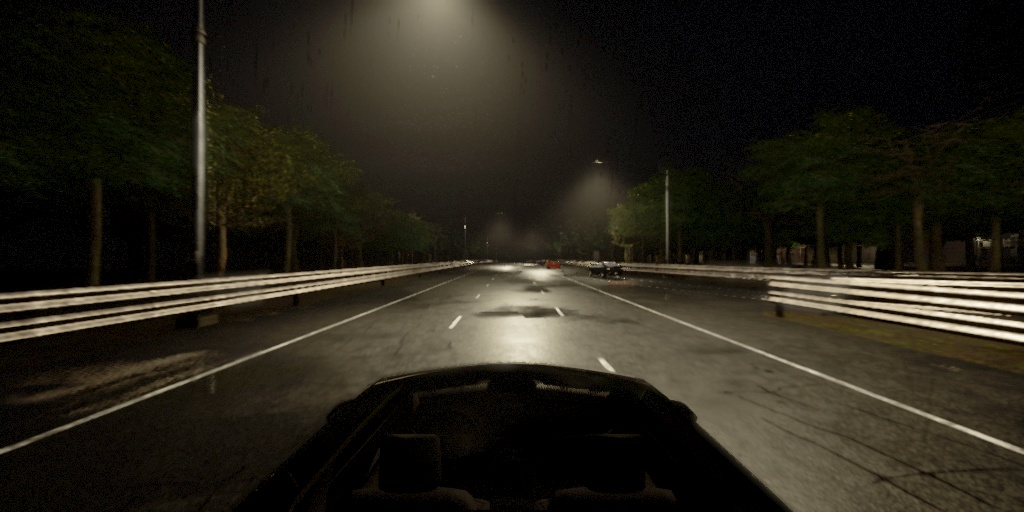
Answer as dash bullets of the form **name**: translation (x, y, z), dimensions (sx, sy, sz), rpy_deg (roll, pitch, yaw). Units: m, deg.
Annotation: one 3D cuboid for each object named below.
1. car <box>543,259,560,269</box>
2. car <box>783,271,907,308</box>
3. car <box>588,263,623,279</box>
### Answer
- **car**: translation (6.913, 1.299, 61.201), dimensions (2.097, 1.767, 4.553), rpy_deg (0, 0, 1)
- **car**: translation (14.553, 1.359, 15.357), dimensions (2.033, 1.411, 5.357), rpy_deg (0, -1, -19)
- **car**: translation (8.958, 1.377, 34.733), dimensions (2.128, 1.511, 4.902), rpy_deg (0, 0, -10)
